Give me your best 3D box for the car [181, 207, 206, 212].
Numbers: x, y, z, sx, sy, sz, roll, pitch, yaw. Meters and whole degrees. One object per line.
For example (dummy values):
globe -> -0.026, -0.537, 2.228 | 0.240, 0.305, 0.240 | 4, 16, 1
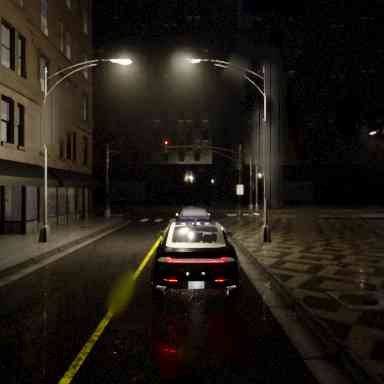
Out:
car -> 0.088, 1.547, 18.644 | 2.033, 1.411, 5.357 | 0, 0, -2

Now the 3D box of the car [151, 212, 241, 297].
car -> 0.085, 1.491, 8.532 | 2.128, 1.511, 4.902 | 0, 0, 0
